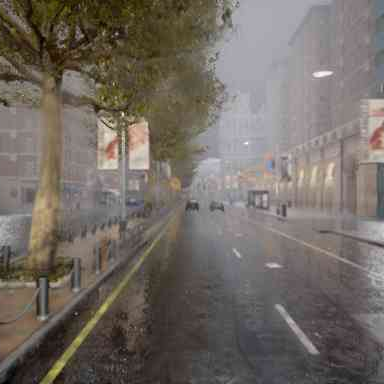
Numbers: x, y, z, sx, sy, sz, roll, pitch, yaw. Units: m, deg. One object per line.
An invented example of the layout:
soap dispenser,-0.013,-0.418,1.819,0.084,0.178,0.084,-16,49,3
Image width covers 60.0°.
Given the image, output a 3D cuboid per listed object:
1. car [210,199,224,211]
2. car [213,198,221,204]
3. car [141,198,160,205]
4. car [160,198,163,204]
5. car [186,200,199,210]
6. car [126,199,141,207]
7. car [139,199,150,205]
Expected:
car,3.569,1.942,48.462,2.128,1.511,4.902,0,-1,0
car,6.692,2.430,90.015,1.895,1.301,4.718,0,-1,0
car,-8.053,1.964,65.352,2.097,1.767,4.553,0,-1,0
car,-8.052,2.257,81.140,1.837,1.490,4.892,0,-1,0
car,0.067,1.960,51.843,1.882,1.535,5.008,0,-1,0
car,-11.551,2.089,65.296,1.882,1.535,5.008,0,-1,0
car,-11.552,2.311,81.123,1.994,1.385,4.181,0,-1,0
